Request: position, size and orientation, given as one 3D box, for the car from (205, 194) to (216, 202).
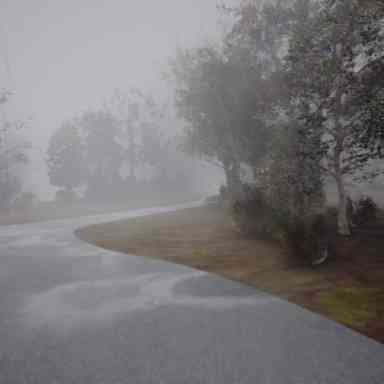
[{"bbox_3d":[3.760,1.059,61.936,1.812,1.442,4.674,-2,1,16],"label":"car"}]
